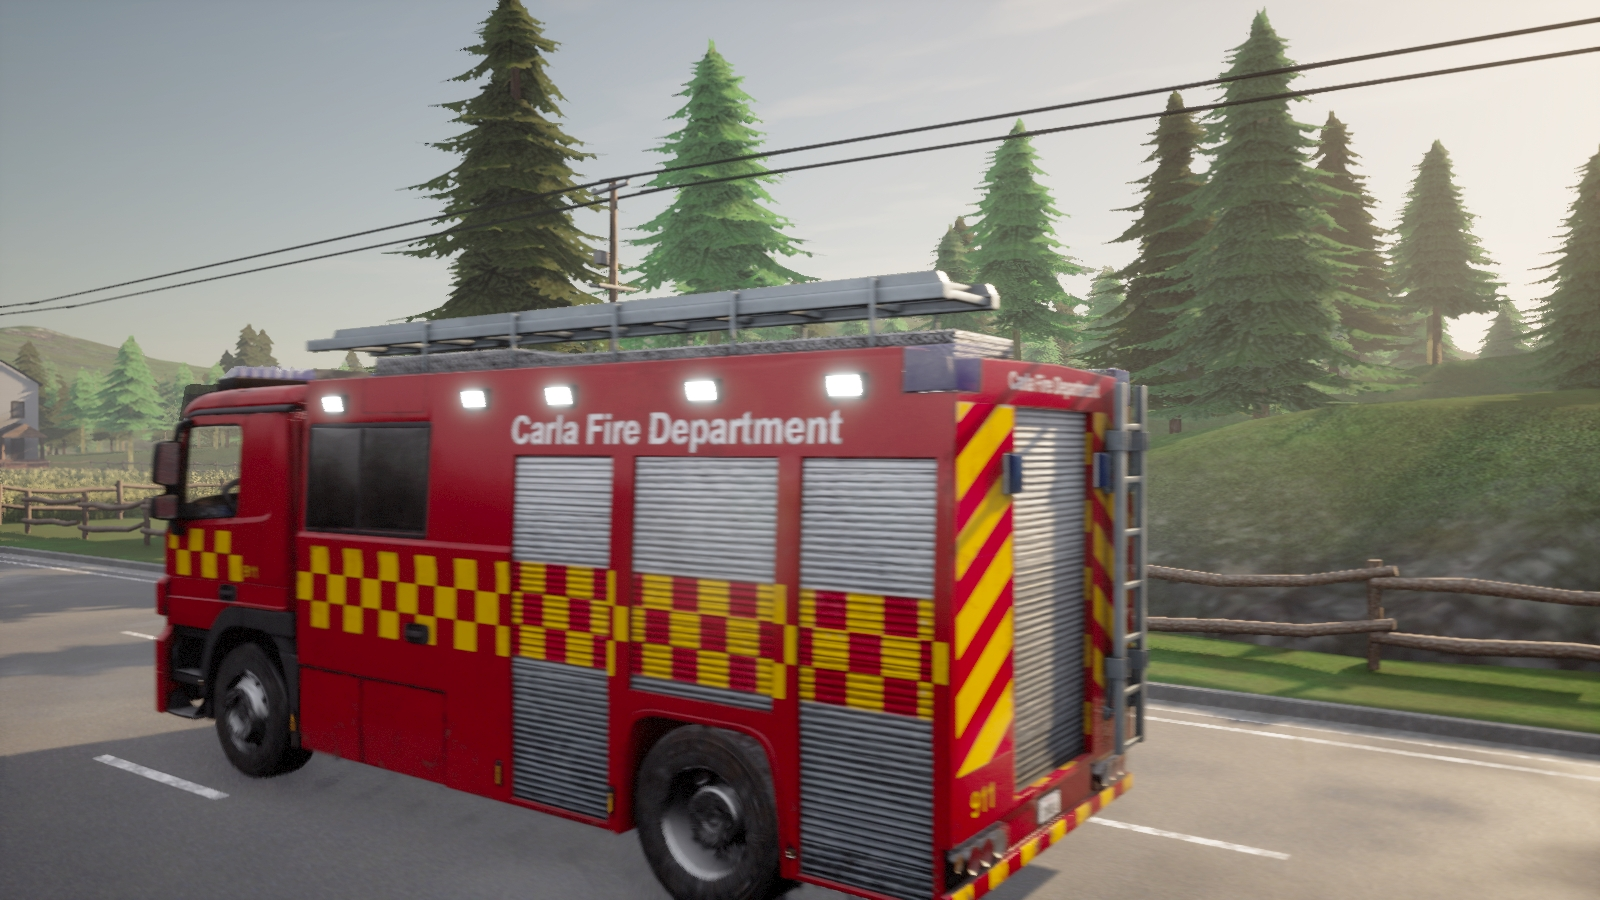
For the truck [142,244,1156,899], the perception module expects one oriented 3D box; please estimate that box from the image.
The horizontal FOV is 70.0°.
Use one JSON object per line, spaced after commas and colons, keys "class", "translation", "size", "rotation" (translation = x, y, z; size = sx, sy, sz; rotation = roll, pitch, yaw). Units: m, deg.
{"class": "truck", "translation": [-1.784, 0.878, 9.314], "size": [8.468, 3.827, 2.891], "rotation": [0, 0, 35]}
